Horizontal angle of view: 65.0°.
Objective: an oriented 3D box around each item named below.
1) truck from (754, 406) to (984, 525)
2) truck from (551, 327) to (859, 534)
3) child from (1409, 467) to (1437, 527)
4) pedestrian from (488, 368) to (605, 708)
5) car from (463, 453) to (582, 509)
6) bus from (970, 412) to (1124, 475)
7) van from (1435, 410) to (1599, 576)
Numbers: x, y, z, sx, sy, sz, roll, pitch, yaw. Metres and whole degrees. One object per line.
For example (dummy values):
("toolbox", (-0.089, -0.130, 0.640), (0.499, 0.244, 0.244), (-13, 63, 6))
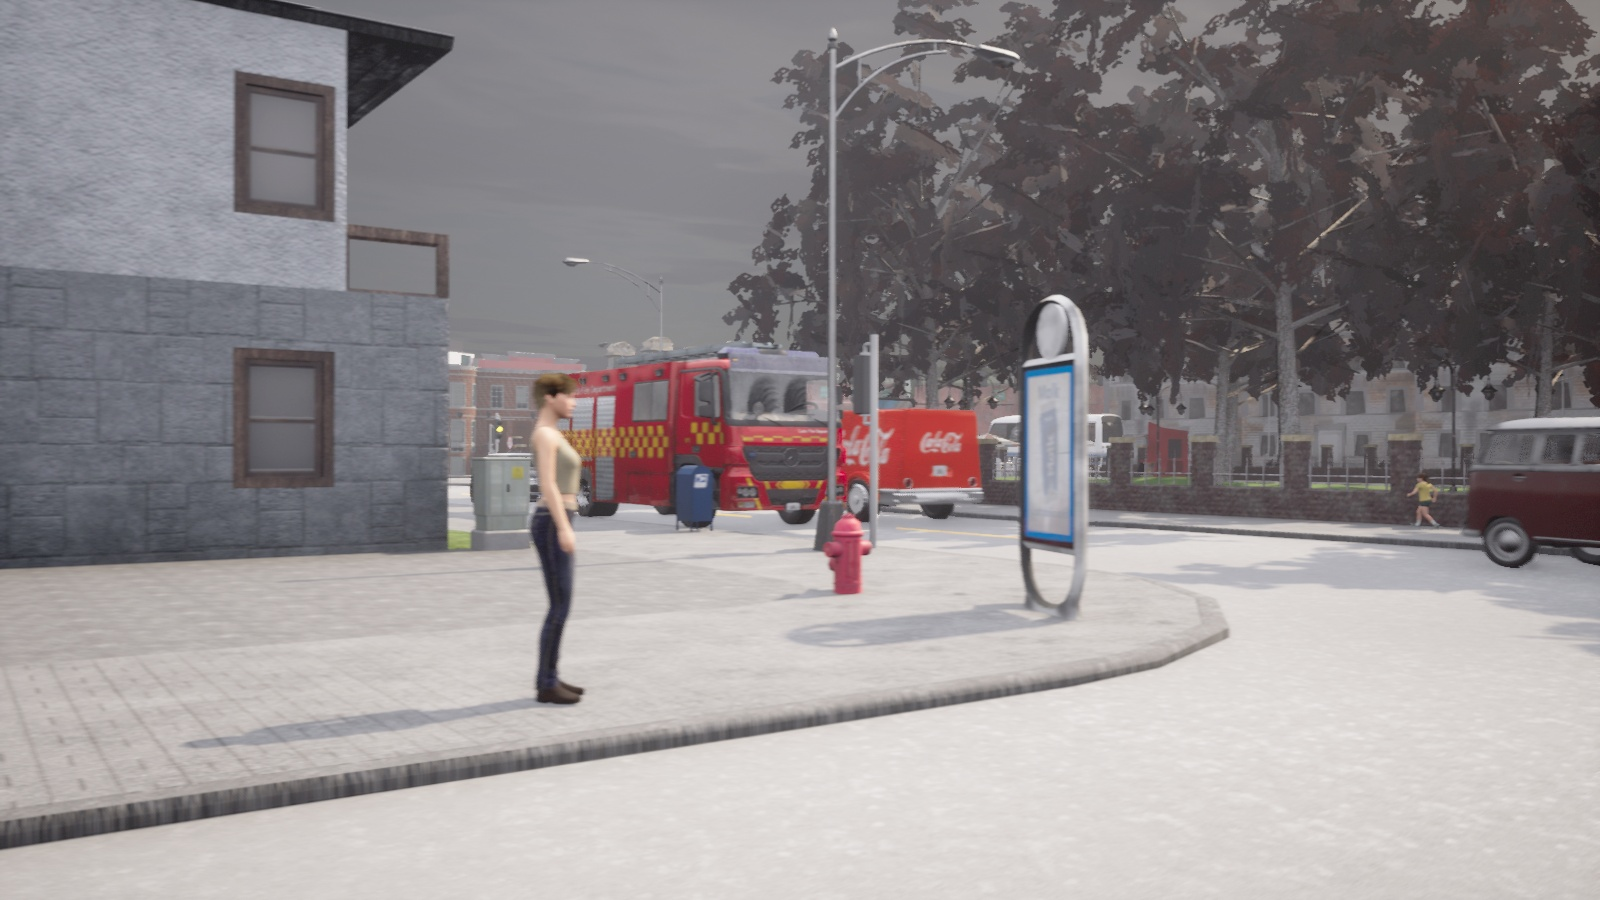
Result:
("truck", (1.468, 0.330, 28.942), (2.627, 2.467, 5.204), (0, 0, -35))
("truck", (-2.418, -0.344, 27.520), (2.891, 3.827, 8.468), (0, 0, -34))
("child", (11.715, 0.873, 23.602), (0.255, 1.110, 0.394), (0, 0, -34))
("pedestrian", (-1.400, 0.475, 6.973), (0.594, 1.836, 0.345), (0, 0, -3))
("car", (-7.857, 0.817, 35.316), (1.970, 1.475, 3.806), (0, 0, -35))
("bus", (17.439, -0.441, 89.471), (10.273, 4.253, 3.944), (0, 0, 44))
("van", (10.331, 0.519, 15.597), (1.775, 1.987, 4.442), (0, 0, -17))
